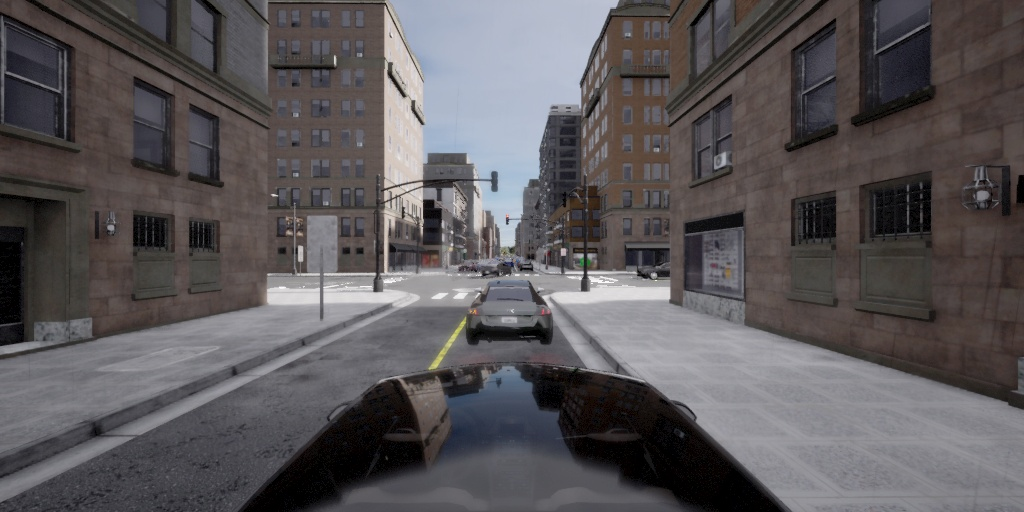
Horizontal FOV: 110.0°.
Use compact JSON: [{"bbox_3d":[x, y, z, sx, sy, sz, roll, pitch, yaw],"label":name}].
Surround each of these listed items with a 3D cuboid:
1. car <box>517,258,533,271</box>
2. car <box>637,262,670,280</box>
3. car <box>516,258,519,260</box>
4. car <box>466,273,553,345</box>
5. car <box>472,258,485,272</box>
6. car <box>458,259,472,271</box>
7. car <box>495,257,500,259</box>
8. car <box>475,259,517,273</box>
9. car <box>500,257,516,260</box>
[{"bbox_3d":[1.931,1.356,48.602,1.948,1.339,4.313,0,0,0],"label":"car"},{"bbox_3d":[12.956,1.201,29.967,4.892,1.490,1.837,0,0,-1],"label":"car"},{"bbox_3d":[1.848,1.392,59.625,1.802,1.307,4.207,0,0,0],"label":"car"},{"bbox_3d":[-0.064,1.314,9.532,1.994,1.385,4.181,0,0,0],"label":"car"},{"bbox_3d":[-3.546,1.310,44.589,1.812,1.442,4.674,0,0,1],"label":"car"},{"bbox_3d":[-6.094,1.230,48.543,1.967,1.591,4.097,0,0,0],"label":"car"},{"bbox_3d":[-3.634,1.297,64.220,1.882,1.535,5.008,0,0,0],"label":"car"},{"bbox_3d":[-1.445,1.293,34.726,1.812,1.442,4.674,1,0,20],"label":"car"},{"bbox_3d":[-0.689,1.287,59.612,1.882,1.535,5.008,0,0,0],"label":"car"}]
